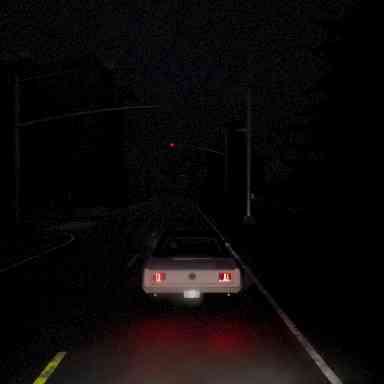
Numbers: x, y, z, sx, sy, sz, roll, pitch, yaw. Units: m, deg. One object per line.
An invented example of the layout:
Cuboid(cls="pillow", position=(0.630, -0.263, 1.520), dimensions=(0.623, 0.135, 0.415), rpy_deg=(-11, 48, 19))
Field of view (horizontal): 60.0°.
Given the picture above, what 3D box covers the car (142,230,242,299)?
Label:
Cuboid(cls="car", position=(-0.036, 1.601, 8.377), dimensions=(1.895, 1.301, 4.718), rpy_deg=(0, 0, -1))
